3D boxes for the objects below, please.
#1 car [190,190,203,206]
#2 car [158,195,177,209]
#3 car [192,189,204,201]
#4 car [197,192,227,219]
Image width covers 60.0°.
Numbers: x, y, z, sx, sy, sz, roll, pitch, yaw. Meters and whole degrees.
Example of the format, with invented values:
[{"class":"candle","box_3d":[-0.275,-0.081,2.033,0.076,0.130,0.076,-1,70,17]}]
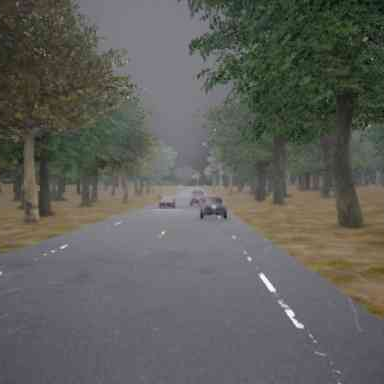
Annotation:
[{"class":"car","box_3d":[0.831,0.923,46.632,2.097,1.767,4.553,0,1,2]},{"class":"car","box_3d":[-2.902,1.131,39.981,1.882,1.535,5.008,0,1,1]},{"class":"car","box_3d":[1.059,0.569,60.791,2.150,2.045,5.566,0,1,1]},{"class":"car","box_3d":[1.661,1.140,26.932,2.097,1.767,4.553,0,1,1]}]
